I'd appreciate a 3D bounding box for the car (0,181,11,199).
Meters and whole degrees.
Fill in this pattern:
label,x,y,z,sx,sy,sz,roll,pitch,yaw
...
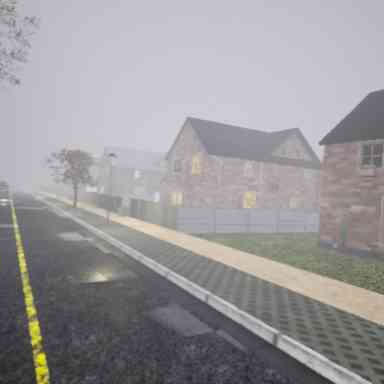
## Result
label,x,y,z,sx,sy,sz,roll,pitch,yaw
car,-23.154,-0.357,39.875,2.150,2.045,5.566,4,0,-29
